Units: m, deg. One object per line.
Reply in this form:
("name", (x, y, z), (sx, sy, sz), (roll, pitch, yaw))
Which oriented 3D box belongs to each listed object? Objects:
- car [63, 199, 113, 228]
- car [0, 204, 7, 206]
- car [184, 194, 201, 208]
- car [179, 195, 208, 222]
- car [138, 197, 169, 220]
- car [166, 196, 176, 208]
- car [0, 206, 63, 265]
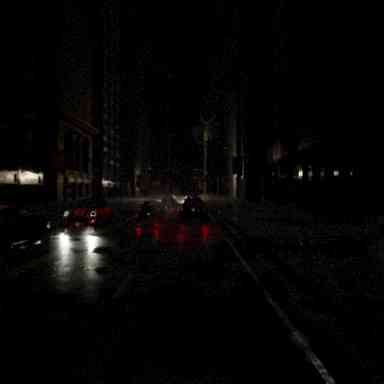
("car", (-6.501, 1.252, 21.135), (2.097, 1.767, 4.553), (0, 0, 0))
("car", (-9.800, 1.400, 16.324), (1.882, 1.535, 5.008), (0, 0, 0))
("car", (0.096, 1.145, 44.015), (2.097, 1.767, 4.553), (0, 0, 0))
("car", (0.098, 1.233, 25.067), (2.097, 1.767, 4.553), (0, 0, 0))
("car", (-3.157, 1.400, 26.557), (1.812, 1.442, 4.674), (0, 0, 0))
("car", (-3.160, 1.314, 45.035), (1.812, 1.442, 4.674), (0, 0, 0))
("car", (-6.573, 1.438, 11.483), (2.128, 1.511, 4.902), (0, 0, 0))
